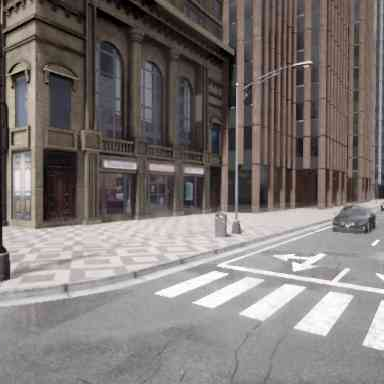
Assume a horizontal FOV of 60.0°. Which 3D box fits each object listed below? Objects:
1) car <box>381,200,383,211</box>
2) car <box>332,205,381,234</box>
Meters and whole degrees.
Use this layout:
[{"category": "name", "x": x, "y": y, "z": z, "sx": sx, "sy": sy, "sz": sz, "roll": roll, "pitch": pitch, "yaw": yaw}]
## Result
[{"category": "car", "x": 23.877, "y": 1.410, "z": 39.686, "sx": 2.097, "sy": 1.767, "sz": 4.553, "roll": 1, "pitch": 0, "yaw": 35}, {"category": "car", "x": 9.728, "y": 1.569, "z": 19.802, "sx": 1.837, "sy": 1.490, "sz": 4.892, "roll": 1, "pitch": 1, "yaw": 35}]
